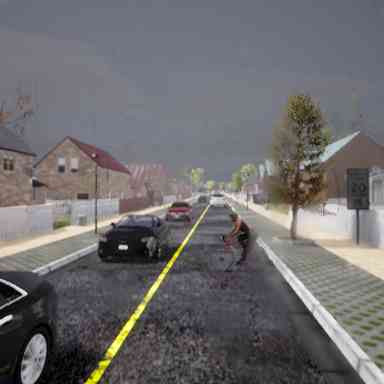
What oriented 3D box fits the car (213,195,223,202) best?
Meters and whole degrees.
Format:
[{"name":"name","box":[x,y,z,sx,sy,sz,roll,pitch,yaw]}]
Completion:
[{"name":"car","box":[5.517,1.346,70.502,1.882,1.535,5.008,0,0,5]}]

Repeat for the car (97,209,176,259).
[{"name":"car","box":[-1.983,1.545,12.377,1.994,1.385,4.181,0,0,5]}]

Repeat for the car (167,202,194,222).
[{"name":"car","box":[-0.891,1.484,25.916,1.812,1.442,4.674,0,0,5]}]

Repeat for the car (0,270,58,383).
[{"name":"car","box":[-2.784,1.500,2.435,1.837,1.490,4.892,0,0,5]}]

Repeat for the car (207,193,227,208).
[{"name":"car","box":[3.705,1.142,46.518,2.150,2.045,5.566,0,0,6]}]

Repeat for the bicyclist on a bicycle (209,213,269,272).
[{"name":"bicyclist on a bicycle","box":[1.303,1.399,9.183,1.656,1.620,0.582,0,0,5]}]

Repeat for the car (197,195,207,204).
[{"name":"car","box":[2.044,1.397,61.639,1.837,1.490,4.892,0,0,5]}]
